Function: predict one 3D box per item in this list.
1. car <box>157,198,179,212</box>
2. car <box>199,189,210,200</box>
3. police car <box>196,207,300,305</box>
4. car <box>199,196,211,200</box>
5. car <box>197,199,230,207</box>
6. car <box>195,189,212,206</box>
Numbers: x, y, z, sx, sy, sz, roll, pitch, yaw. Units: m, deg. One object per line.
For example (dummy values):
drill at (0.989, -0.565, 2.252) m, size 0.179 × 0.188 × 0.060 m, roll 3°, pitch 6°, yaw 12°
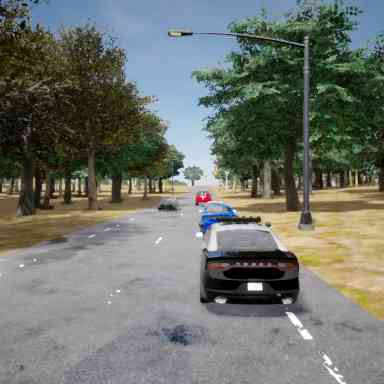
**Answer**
car at (-2.426, 1.337, 34.665) m, size 1.895 × 1.301 × 4.718 m, roll 0°, pitch 1°, yaw 3°
car at (2.489, 0.467, 67.354) m, size 2.150 × 2.045 × 5.566 m, roll 0°, pitch 1°, yaw 3°
police car at (1.128, 1.409, 8.293) m, size 1.930 × 1.638 × 5.238 m, roll 0°, pitch 0°, yaw 1°
car at (1.669, 1.315, 24.290) m, size 1.801 × 1.575 × 5.366 m, roll 0°, pitch 1°, yaw 3°
car at (1.405, 1.401, 18.121) m, size 1.882 × 1.535 × 5.008 m, roll 0°, pitch 1°, yaw 2°
car at (1.617, 0.805, 46.158) m, size 2.150 × 2.045 × 5.566 m, roll 0°, pitch 1°, yaw 3°
